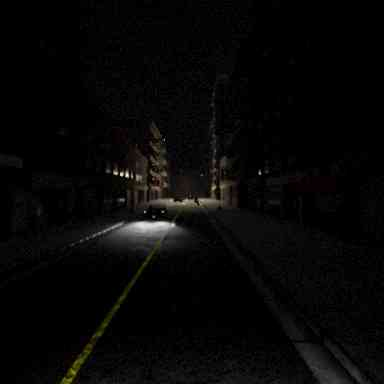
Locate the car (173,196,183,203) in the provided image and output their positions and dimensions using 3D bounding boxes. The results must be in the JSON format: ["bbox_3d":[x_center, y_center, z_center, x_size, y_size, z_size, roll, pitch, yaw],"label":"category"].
[{"bbox_3d":[-2.966,1.594,70.542,1.837,1.490,4.892,0,0,0],"label":"car"}]

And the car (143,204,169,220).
[{"bbox_3d":[-3.085,1.708,29.146,1.895,1.301,4.718,0,0,0],"label":"car"}]

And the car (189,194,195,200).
[{"bbox_3d":[0.041,1.420,88.581,1.812,1.442,4.674,0,0,0],"label":"car"}]

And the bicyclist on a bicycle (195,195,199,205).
[{"bbox_3d":[0.853,1.582,60.310,0.582,1.620,1.656,0,0,0],"label":"bicyclist on a bicycle"}]

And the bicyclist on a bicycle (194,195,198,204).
[{"bbox_3d":[0.856,1.491,69.305,0.659,1.776,1.843,0,0,0],"label":"bicyclist on a bicycle"}]
